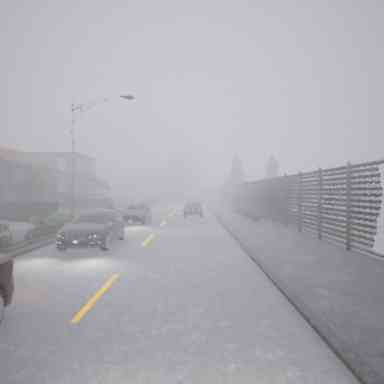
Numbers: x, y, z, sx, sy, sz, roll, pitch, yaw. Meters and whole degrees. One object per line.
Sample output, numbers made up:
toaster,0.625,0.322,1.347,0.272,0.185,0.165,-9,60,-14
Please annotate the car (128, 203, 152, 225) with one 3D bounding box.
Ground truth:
car,-4.059,1.541,24.567,2.033,1.411,5.357,0,0,0

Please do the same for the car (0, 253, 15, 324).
car,-4.100,1.477,3.903,1.882,1.535,5.008,0,0,0

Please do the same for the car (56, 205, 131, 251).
car,-4.092,1.501,14.111,1.837,1.490,4.892,0,0,0

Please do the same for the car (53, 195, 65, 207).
car,-17.278,1.123,39.826,3.633,1.501,1.845,0,0,0

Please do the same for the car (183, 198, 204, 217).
car,0.100,1.539,30.714,2.033,1.411,5.357,0,0,0

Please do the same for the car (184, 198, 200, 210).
car,0.028,1.536,43.135,2.033,1.411,5.357,0,0,1
